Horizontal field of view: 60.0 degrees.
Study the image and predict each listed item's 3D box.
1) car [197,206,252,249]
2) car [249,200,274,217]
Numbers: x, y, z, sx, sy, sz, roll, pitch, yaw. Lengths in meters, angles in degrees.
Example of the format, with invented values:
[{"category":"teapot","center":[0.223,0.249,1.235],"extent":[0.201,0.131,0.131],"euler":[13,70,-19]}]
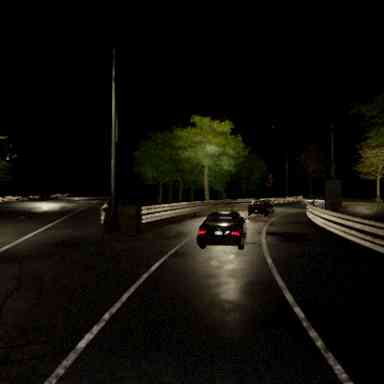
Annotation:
[{"category":"car","center":[1.459,1.558,14.678],"extent":[2.033,1.411,5.357],"euler":[0,0,11]},{"category":"car","center":[6.723,1.523,32.129],"extent":[2.128,1.511,4.902],"euler":[0,0,23]}]
